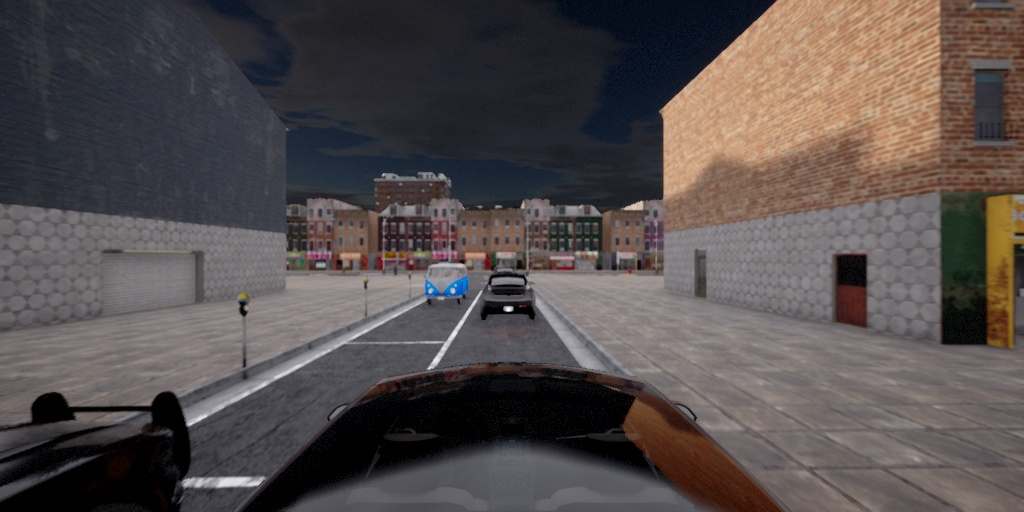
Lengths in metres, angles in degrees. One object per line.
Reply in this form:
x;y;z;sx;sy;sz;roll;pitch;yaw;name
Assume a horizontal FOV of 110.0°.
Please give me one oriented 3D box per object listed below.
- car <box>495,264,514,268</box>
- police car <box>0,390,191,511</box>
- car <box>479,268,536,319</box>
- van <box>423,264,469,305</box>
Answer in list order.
-0.518;1.519;26.584;1.837;1.490;4.892;0;-1;-1;car
-2.936;1.162;0.258;1.930;1.638;5.238;0;-1;-2;police car
-0.173;1.379;13.461;1.837;1.490;4.892;0;0;-2;car
-3.004;1.253;16.990;1.690;1.789;3.998;0;0;-1;van
